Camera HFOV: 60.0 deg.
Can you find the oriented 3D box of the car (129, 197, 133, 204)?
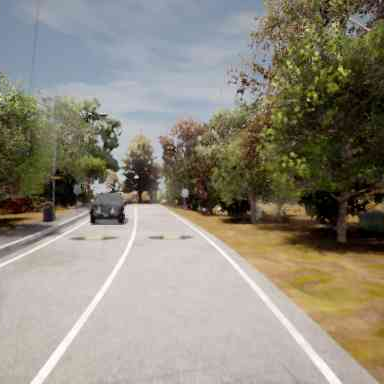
[{"bbox_3d":[-12.764,1.579,65.387,1.812,1.442,4.674,1,-3,-10],"label":"car"}]

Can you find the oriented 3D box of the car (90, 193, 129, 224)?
[{"bbox_3d":[-5.864,1.102,23.703,2.150,2.045,5.566,1,0,-9],"label":"car"}]
